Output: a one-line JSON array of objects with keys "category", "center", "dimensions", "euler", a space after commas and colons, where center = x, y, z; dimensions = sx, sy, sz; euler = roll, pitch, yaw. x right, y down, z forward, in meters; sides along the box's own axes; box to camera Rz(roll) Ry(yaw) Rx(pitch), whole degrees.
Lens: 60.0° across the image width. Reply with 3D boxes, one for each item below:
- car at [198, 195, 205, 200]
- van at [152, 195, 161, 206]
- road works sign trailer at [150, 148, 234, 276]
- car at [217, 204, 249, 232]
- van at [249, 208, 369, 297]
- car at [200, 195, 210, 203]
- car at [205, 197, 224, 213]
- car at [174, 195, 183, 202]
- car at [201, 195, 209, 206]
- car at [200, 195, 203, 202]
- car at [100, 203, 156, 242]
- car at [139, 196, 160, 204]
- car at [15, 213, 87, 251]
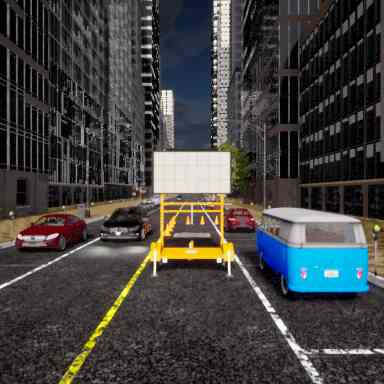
[{"category": "car", "center": [2.705, 1.462, 93.655], "dimensions": [1.887, 1.381, 4.507], "euler": [0, 0, 0]}, {"category": "van", "center": [-5.682, 1.328, 53.813], "dimensions": [1.690, 1.788, 3.998], "euler": [0, 0, 0]}, {"category": "road works sign trailer", "center": [0.001, 0.464, 10.288], "dimensions": [2.380, 3.560, 2.880], "euler": [0, 0, 0]}, {"category": "car", "center": [2.693, 1.581, 19.653], "dimensions": [1.802, 1.307, 4.206], "euler": [0, 0, 0]}, {"category": "van", "center": [2.691, 1.341, 8.269], "dimensions": [1.690, 1.788, 3.998], "euler": [0, 0, 0]}, {"category": "car", "center": [2.701, 1.401, 70.885], "dimensions": [1.967, 1.590, 4.097], "euler": [0, 0, 0]}, {"category": "car", "center": [2.695, 1.581, 36.731], "dimensions": [1.802, 1.307, 4.206], "euler": [0, 0, 0]}, {"category": "car", "center": [-2.990, 1.474, 78.031], "dimensions": [1.812, 1.442, 4.674], "euler": [0, 0, 0]}, {"category": "car", "center": [2.697, 1.544, 48.116], "dimensions": [2.008, 1.369, 4.403], "euler": [0, 0, 0]}, {"category": "car", "center": [2.698, 1.538, 53.808], "dimensions": [2.008, 1.369, 4.403], "euler": [0, 0, 0]}, {"category": "car", "center": [-3.098, 1.504, 16.418], "dimensions": [1.837, 1.490, 4.892], "euler": [0, 0, 0]}, {"category": "car", "center": [-5.684, 1.548, 42.428], "dimensions": [2.008, 1.369, 4.403], "euler": [0, 0, 0]}, {"category": "car", "center": [-5.689, 1.581, 13.965], "dimensions": [1.802, 1.307, 4.206], "euler": [0, 0, 0]}]
